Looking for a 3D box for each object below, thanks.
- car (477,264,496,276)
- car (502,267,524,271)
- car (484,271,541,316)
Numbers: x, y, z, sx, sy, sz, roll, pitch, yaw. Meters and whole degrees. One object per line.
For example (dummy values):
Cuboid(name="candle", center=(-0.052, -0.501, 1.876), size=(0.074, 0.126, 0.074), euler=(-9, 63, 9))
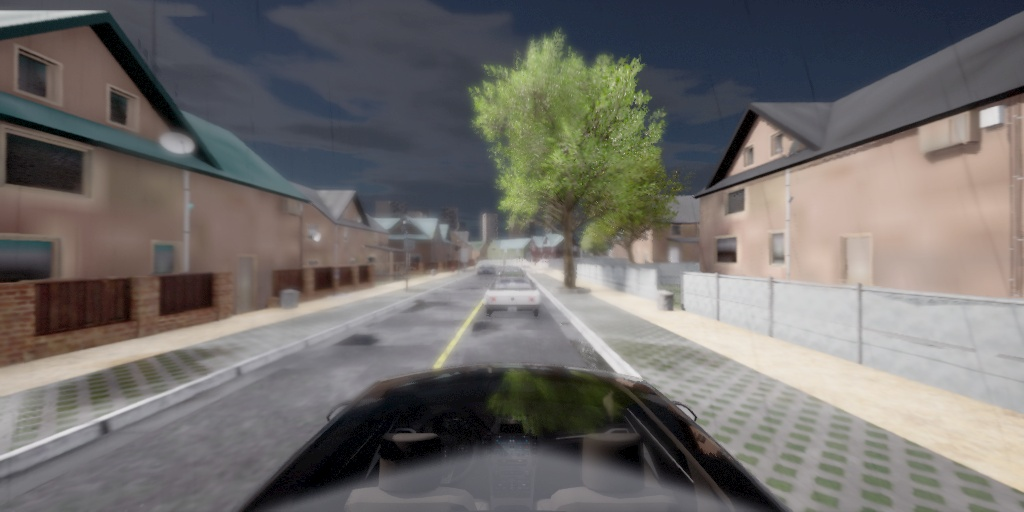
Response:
Cuboid(name="car", center=(-2.798, 1.575, 40.578), size=(1.994, 1.385, 4.181), euler=(0, 0, 0))
Cuboid(name="car", center=(0.036, 1.535, 28.700), size=(1.895, 1.301, 4.718), euler=(0, 0, 0))
Cuboid(name="car", center=(0.037, 1.433, 13.703), size=(1.895, 1.301, 4.718), euler=(0, 0, 0))
